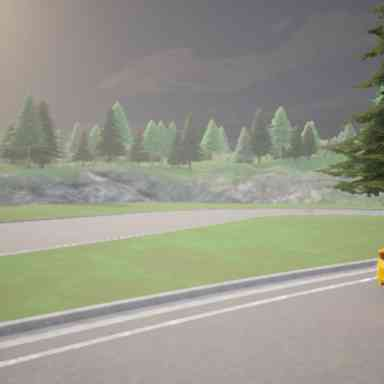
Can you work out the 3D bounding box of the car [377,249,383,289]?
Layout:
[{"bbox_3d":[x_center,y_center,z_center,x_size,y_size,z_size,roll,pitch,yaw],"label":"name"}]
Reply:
[{"bbox_3d":[6.257,1.509,7.261,5.008,1.535,1.882,1,0,-27],"label":"car"}]
